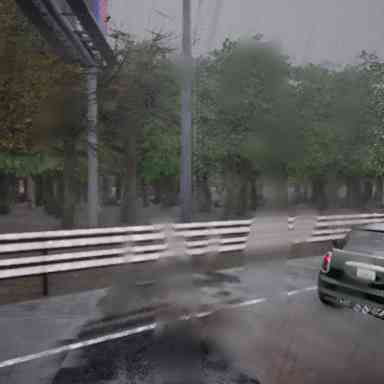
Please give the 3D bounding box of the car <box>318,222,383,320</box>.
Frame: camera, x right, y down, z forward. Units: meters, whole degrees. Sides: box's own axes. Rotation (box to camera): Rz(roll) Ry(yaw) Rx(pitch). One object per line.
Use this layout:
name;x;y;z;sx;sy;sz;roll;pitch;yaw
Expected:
car;4.628;1.364;6.560;4.553;1.767;2.097;0;0;-32
